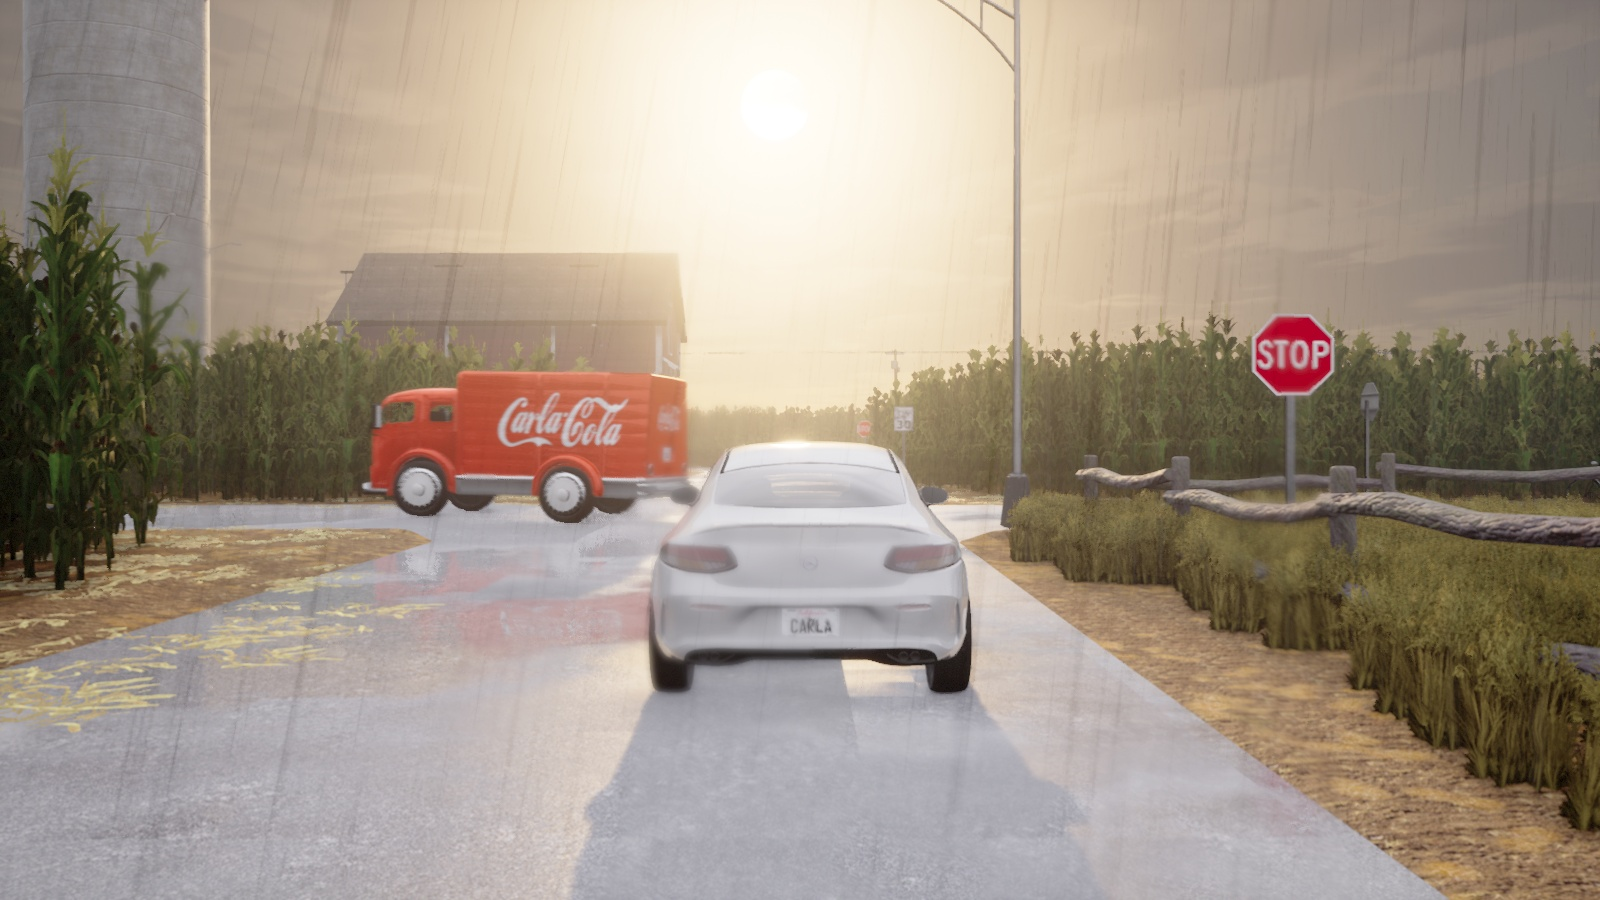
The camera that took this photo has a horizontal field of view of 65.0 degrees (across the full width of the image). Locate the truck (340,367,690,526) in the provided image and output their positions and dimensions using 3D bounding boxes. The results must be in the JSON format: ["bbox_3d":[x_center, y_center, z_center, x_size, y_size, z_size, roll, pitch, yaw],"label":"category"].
[{"bbox_3d":[-4.786,-0.090,21.567,5.204,2.467,2.627,1,0,11],"label":"truck"}]

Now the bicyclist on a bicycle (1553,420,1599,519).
[{"bbox_3d":[14.926,0.358,22.995,1.843,1.776,0.659,1,0,1],"label":"bicyclist on a bicycle"}]

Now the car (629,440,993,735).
[{"bbox_3d":[0.065,0.669,8.589,1.812,1.442,4.674,0,1,0],"label":"car"}]
